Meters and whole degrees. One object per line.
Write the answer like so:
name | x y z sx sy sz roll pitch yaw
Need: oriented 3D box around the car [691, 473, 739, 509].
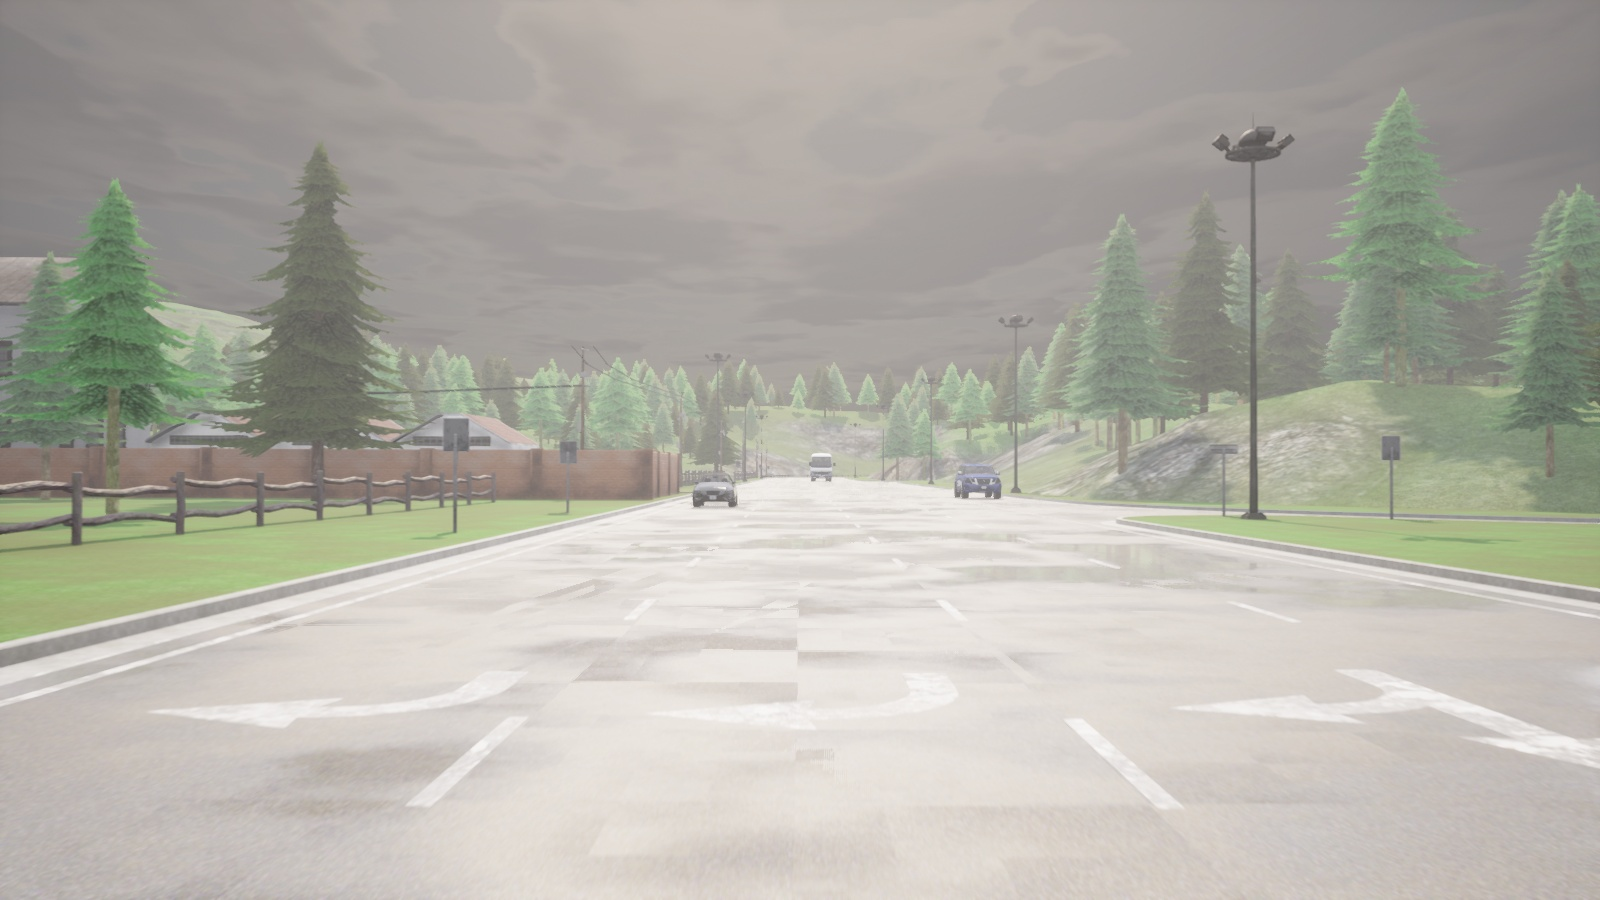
car | -3.620 1.748 54.086 1.816 1.474 4.193 0 -1 0

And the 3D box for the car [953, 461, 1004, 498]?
car | 10.336 1.719 73.255 2.150 2.045 5.566 0 -1 0
